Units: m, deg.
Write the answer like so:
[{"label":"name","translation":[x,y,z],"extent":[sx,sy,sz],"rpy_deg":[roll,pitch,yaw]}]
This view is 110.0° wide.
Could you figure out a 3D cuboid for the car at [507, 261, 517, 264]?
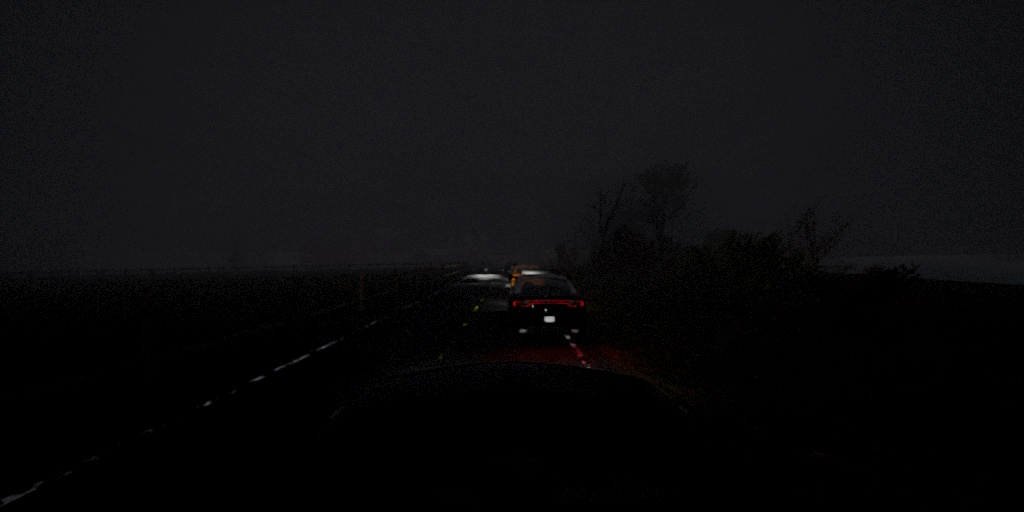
[{"label":"car","translation":[0.827,1.238,20.333],"extent":[1.882,1.535,5.008],"rpy_deg":[0,0,0]}]

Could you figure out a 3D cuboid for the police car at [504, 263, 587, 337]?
[{"label":"police car","translation":[0.826,1.179,10.442],"extent":[1.930,1.638,5.238],"rpy_deg":[0,0,0]}]

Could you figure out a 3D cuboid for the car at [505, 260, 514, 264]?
[{"label":"car","translation":[0.037,1.358,47.199],"extent":[1.994,1.385,4.181],"rpy_deg":[0,0,0]}]

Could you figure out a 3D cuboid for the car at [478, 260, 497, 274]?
[{"label":"car","translation":[-2.838,1.276,41.793],"extent":[2.128,1.511,4.902],"rpy_deg":[0,0,0]}]
